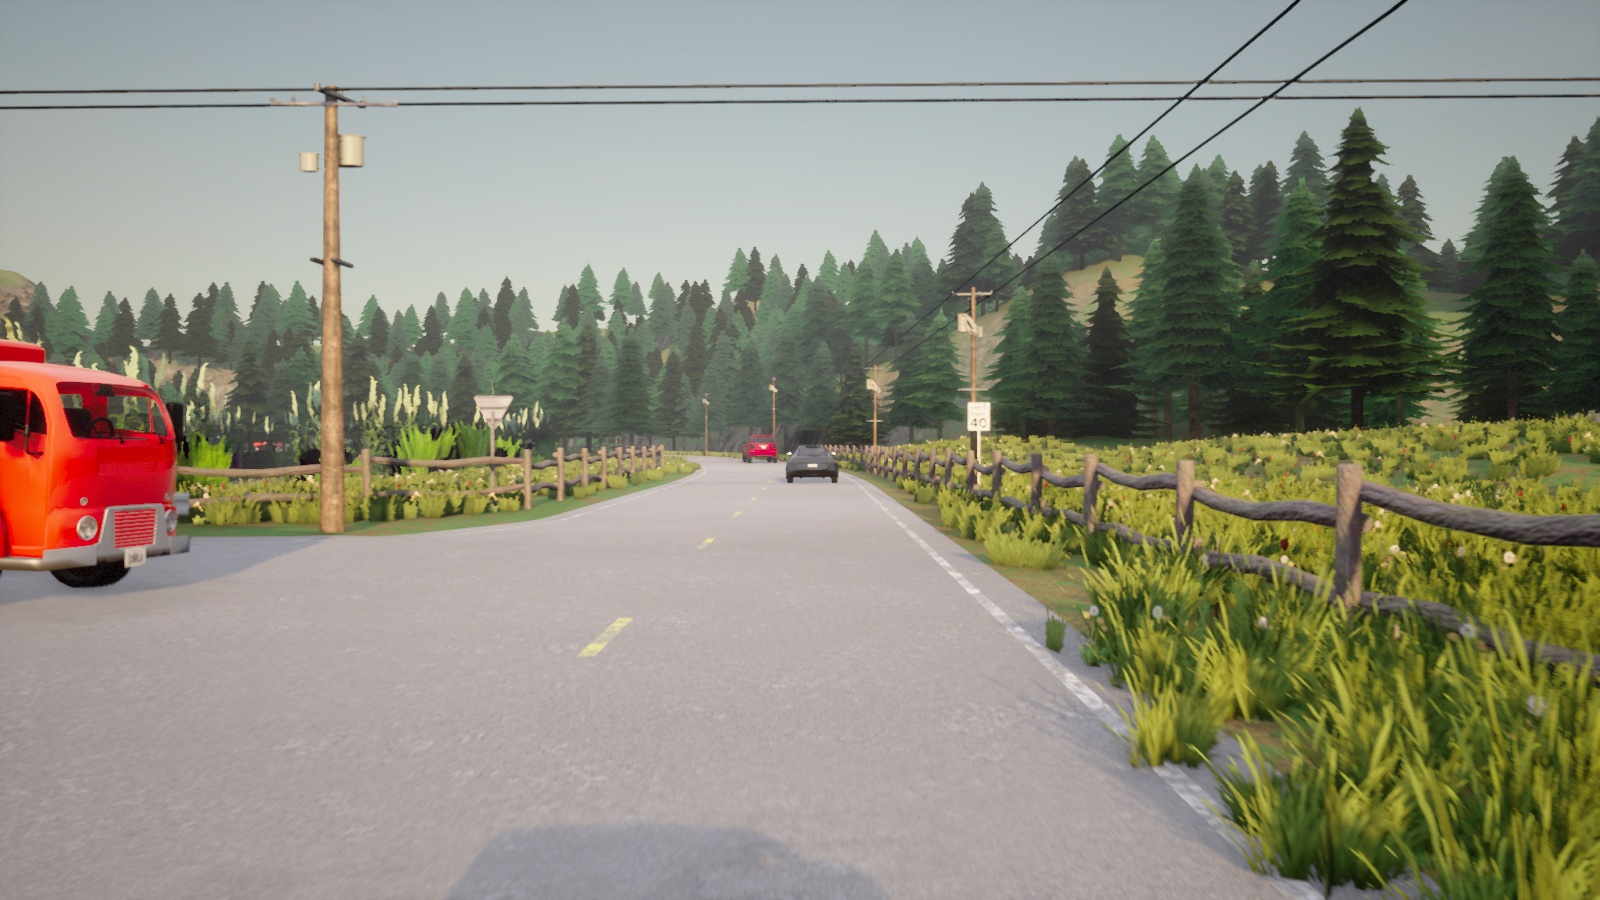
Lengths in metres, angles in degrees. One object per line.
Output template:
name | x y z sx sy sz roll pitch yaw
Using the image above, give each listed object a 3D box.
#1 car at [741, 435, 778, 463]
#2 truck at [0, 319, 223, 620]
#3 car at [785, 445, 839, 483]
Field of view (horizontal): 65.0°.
car | -3.032 -0.091 92.987 2.150 2.045 5.566 0 0 -8
truck | -8.713 0.093 11.959 5.204 2.467 2.627 2 0 8
car | 0.440 0.523 48.286 1.994 1.385 4.181 0 0 0
